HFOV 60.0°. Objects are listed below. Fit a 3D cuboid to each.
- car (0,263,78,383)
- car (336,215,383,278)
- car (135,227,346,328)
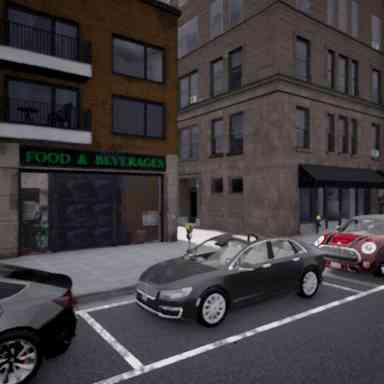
[{"bbox_3d":[-3.517,1.566,3.684,4.313,1.339,1.947,0,0,-35],"label":"car"},{"bbox_3d":[5.476,1.440,10.082,4.097,1.590,1.967,0,0,-35],"label":"car"},{"bbox_3d":[0.979,1.550,6.883,4.403,1.369,2.008,0,0,-35],"label":"car"}]
